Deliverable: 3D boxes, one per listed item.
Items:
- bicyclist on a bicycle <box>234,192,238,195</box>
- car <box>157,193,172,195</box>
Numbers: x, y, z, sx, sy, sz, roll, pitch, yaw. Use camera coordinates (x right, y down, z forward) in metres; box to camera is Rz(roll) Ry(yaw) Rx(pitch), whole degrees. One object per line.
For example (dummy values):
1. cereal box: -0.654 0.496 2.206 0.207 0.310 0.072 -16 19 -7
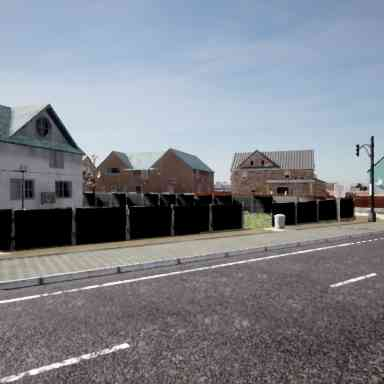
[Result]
1. bicyclist on a bicycle: 5.196 0.795 39.574 0.582 1.620 1.656 1 1 19
2. car: -2.831 0.898 36.165 4.902 1.511 2.128 1 1 19
